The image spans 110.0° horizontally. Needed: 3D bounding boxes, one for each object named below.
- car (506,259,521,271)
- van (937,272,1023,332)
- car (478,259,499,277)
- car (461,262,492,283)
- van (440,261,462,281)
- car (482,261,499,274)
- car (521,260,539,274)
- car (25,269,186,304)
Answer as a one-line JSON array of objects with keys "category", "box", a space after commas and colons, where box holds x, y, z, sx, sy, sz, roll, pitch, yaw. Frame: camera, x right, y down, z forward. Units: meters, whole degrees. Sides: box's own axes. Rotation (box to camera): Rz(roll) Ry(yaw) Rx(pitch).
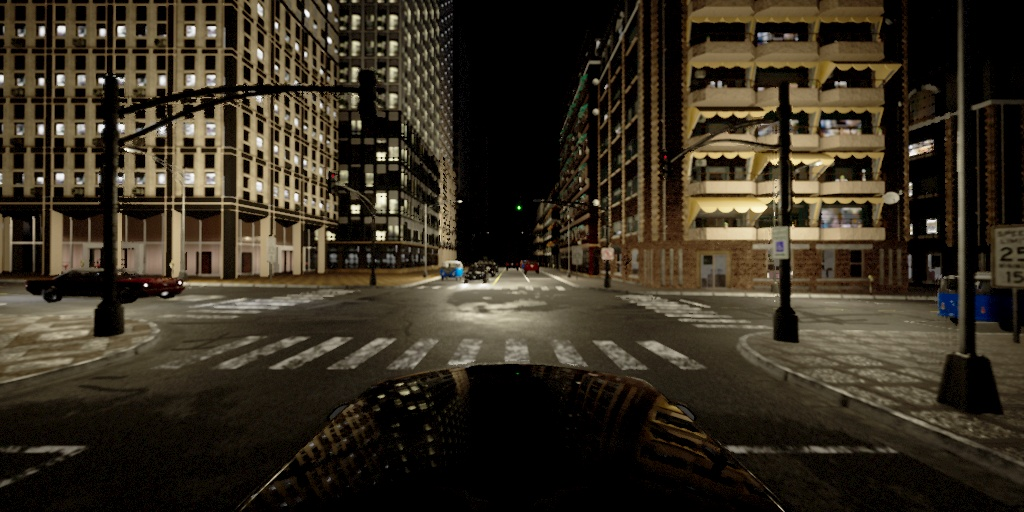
[{"category": "car", "box": [0.056, 1.578, 62.885, 2.150, 2.045, 5.566, 0, -1, 0]}, {"category": "van", "box": [16.921, 1.551, 11.992, 3.998, 1.789, 1.690, 0, 0, 0]}, {"category": "car", "box": [-3.059, 1.365, 41.863, 2.150, 2.045, 5.566, 0, -1, 0]}, {"category": "car", "box": [-3.069, 1.547, 31.738, 1.837, 1.490, 4.892, 0, -1, 0]}, {"category": "van", "box": [-5.662, 1.403, 33.772, 1.690, 1.789, 3.998, 0, 0, 0]}, {"category": "car", "box": [-3.048, 1.599, 52.177, 2.097, 1.767, 4.553, 0, -1, 0]}, {"category": "car", "box": [2.732, 1.544, 50.418, 2.192, 1.841, 5.009, 0, 0, 0]}, {"category": "car", "box": [-16.401, 1.190, 14.684, 4.718, 1.301, 1.895, 1, 0, 0]}]
